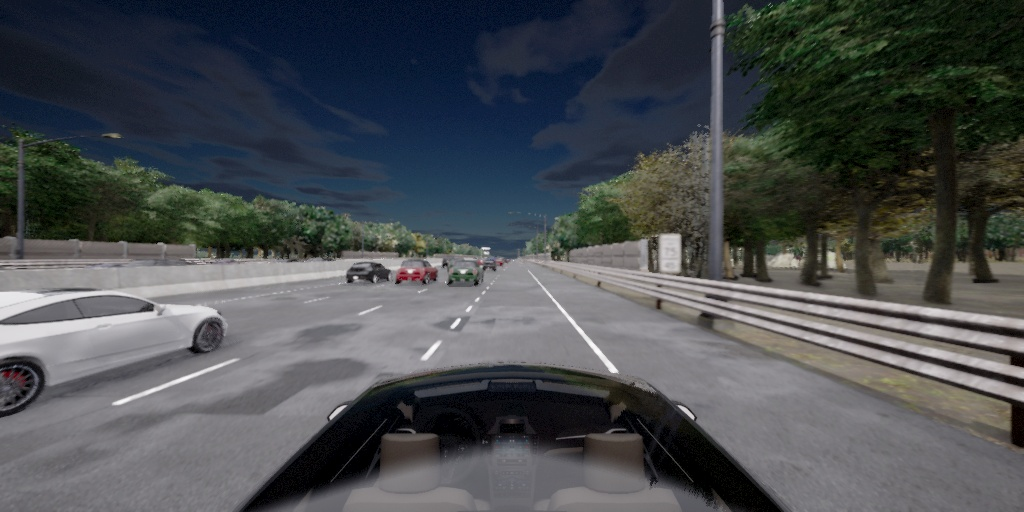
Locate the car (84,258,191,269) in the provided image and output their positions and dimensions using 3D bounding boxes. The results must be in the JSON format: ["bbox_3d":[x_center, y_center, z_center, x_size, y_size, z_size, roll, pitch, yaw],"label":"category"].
[{"bbox_3d":[-20.861,0.932,20.660,2.097,1.767,4.553,0,0,1],"label":"car"}]

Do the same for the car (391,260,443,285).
[{"bbox_3d":[-6.713,1.056,25.830,2.097,1.767,4.553,0,0,1],"label":"car"}]

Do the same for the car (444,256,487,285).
[{"bbox_3d":[-3.214,1.086,25.787,2.097,1.767,4.553,0,0,1],"label":"car"}]

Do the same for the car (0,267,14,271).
[{"bbox_3d":[-31.364,1.054,20.206,1.994,1.385,4.181,0,0,1],"label":"car"}]

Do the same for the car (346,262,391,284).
[{"bbox_3d":[-10.213,1.180,25.920,1.837,1.490,4.892,0,0,1],"label":"car"}]

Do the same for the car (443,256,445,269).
[{"bbox_3d":[-9.823,0.965,57.834,2.150,2.045,5.566,0,0,1],"label":"car"}]

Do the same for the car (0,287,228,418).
[{"bbox_3d":[-6.960,1.218,5.640,1.812,1.442,4.674,0,0,1],"label":"car"}]

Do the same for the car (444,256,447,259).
[{"bbox_3d":[-6.496,1.079,43.692,2.097,1.767,4.553,0,0,1],"label":"car"}]

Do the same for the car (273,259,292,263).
[{"bbox_3d":[-24.121,1.071,38.093,1.837,1.490,4.892,0,0,1],"label":"car"}]

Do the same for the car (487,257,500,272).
[{"bbox_3d":[-2.949,1.274,47.700,1.837,1.490,4.892,0,0,1],"label":"car"}]

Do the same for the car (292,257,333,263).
[{"bbox_3d":[-20.622,0.948,38.012,2.097,1.767,4.553,0,0,1],"label":"car"}]

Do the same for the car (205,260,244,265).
[{"bbox_3d":[-31.093,1.072,38.789,1.994,1.385,4.181,0,0,1],"label":"car"}]
